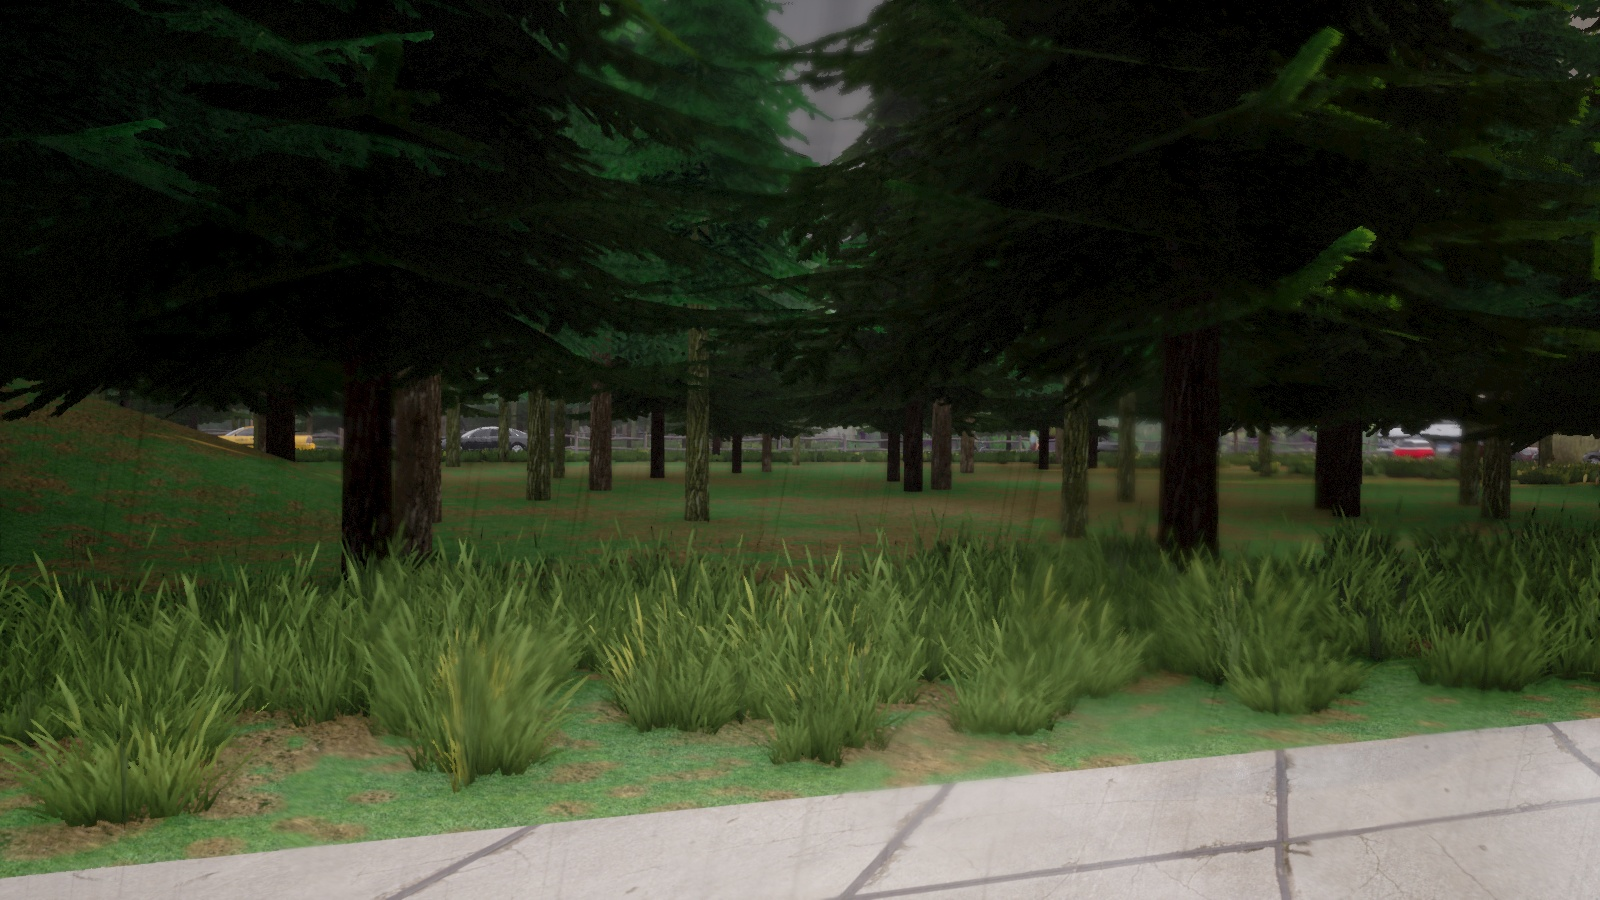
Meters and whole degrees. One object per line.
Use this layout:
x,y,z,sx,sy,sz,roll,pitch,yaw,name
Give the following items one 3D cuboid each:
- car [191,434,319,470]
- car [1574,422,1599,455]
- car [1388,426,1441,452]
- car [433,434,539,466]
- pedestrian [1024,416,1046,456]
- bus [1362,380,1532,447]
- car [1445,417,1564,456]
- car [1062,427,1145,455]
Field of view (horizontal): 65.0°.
-25.178,0.062,58.221,5.366,1.575,1.801,-1,1,-21,car
37.930,-0.502,56.765,1.837,1.490,4.892,-1,1,-22,car
33.455,-0.595,68.407,1.481,1.376,2.207,-1,1,-15,car
-15.475,-0.037,61.913,4.892,1.490,1.837,-1,1,-21,car
11.874,-0.710,63.443,0.873,1.952,0.659,-1,1,-15,pedestrian
42.684,-2.396,82.883,10.273,4.253,3.944,-1,1,-19,bus
33.151,-0.638,59.235,2.097,1.767,4.553,-1,1,-22,car
16.977,-0.523,70.245,4.193,1.474,1.816,-1,1,-19,car
